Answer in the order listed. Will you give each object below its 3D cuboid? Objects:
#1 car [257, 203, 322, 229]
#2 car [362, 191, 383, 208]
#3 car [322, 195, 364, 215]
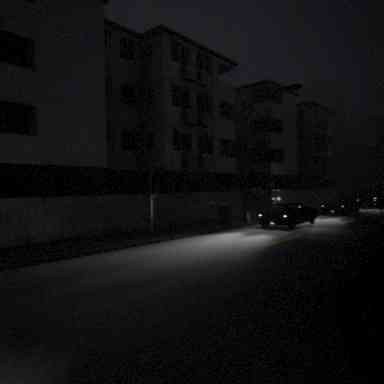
[{"bbox_3d":[5.693,1.314,19.483,1.895,1.301,4.718,-1,1,40],"label":"car"},{"bbox_3d":[18.710,0.689,34.733,2.097,1.767,4.553,-1,1,41],"label":"car"},{"bbox_3d":[12.131,1.128,27.041,1.895,1.301,4.718,-1,1,41],"label":"car"}]
